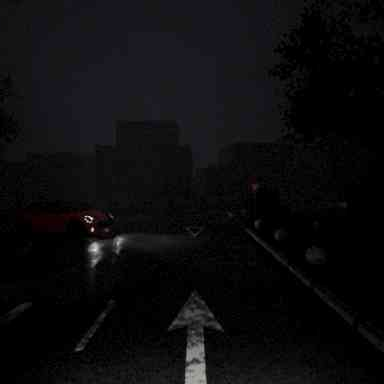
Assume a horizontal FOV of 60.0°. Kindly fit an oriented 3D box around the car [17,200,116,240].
[{"bbox_3d":[-5.856,1.167,15.570,4.553,1.767,2.097,-1,1,21],"label":"car"}]

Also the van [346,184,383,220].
[{"bbox_3d":[11.174,0.532,20.571,1.878,1.987,4.442,-3,2,2],"label":"van"}]

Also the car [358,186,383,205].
[{"bbox_3d":[17.272,0.229,28.720,4.892,1.490,1.837,-3,2,2],"label":"car"}]
